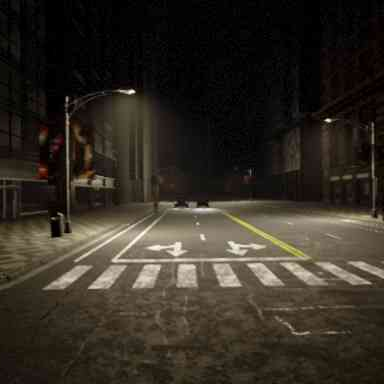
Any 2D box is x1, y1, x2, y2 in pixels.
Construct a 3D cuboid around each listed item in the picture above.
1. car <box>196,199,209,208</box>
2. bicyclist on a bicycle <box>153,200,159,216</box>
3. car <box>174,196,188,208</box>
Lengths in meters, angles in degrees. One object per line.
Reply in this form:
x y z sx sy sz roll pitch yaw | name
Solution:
1.621 1.726 51.337 1.895 1.301 4.718 -1 0 -1 | car
-3.614 1.583 33.298 0.582 1.620 1.656 -1 0 -1 | bicyclist on a bicycle
-1.632 1.514 51.350 2.097 1.767 4.553 -1 0 -1 | car
